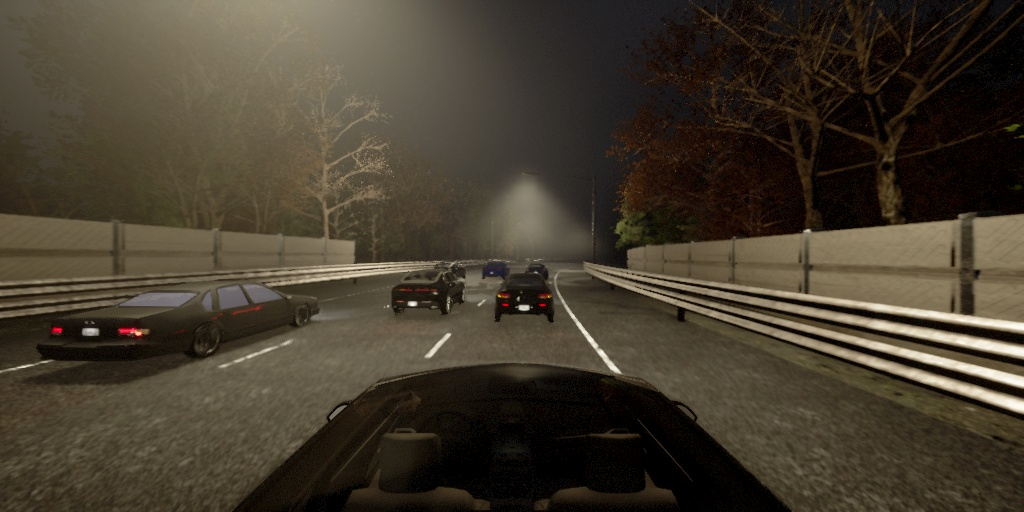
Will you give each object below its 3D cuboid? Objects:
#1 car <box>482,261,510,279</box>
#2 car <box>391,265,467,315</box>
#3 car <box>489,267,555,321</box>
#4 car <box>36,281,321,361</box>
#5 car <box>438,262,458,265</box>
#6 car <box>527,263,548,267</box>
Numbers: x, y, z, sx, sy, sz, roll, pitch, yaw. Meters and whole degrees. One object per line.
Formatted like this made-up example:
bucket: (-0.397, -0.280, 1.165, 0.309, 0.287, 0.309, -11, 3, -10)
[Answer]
car: (-1.330, 1.224, 31.669, 1.882, 1.535, 5.008, 0, 0, 7)
car: (-2.982, 1.246, 13.614, 1.837, 1.490, 4.892, 0, 0, 3)
car: (0.445, 1.280, 12.333, 1.812, 1.442, 4.674, 0, 0, 3)
car: (-6.743, 1.277, 8.318, 2.033, 1.411, 5.357, 0, 0, 2)
car: (-5.098, 1.217, 29.680, 2.128, 1.511, 4.902, 0, 0, 6)
car: (2.215, 1.331, 31.770, 1.994, 1.385, 4.181, 0, 0, 7)
